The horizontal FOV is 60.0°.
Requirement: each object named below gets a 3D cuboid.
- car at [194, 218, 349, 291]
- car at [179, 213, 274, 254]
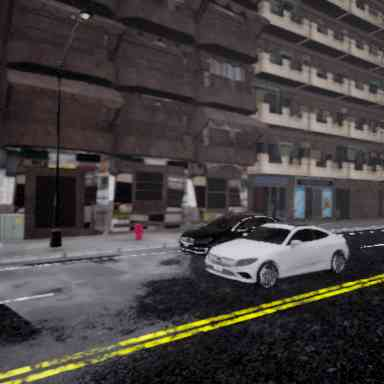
[{"bbox_3d":[2.559,1.608,9.377,4.674,1.442,1.812,1,-1,-34],"label":"car"},{"bbox_3d":[1.807,1.602,12.797,4.892,1.490,1.837,1,-1,-34],"label":"car"}]
